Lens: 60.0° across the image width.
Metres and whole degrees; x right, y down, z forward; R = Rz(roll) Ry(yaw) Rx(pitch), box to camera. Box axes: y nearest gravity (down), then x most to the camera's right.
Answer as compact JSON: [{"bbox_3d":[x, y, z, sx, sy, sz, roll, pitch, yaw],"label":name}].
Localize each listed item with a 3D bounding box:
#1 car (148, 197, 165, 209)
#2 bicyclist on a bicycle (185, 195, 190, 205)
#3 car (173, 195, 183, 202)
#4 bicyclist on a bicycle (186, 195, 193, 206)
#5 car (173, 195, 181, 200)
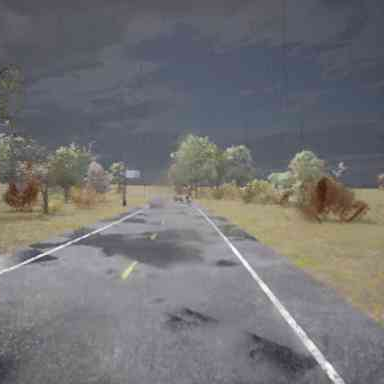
[{"bbox_3d":[-4.645,1.492,44.130,1.837,1.490,4.892,0,0,-2],"label":"car"},{"bbox_3d":[-0.762,1.343,56.997,0.659,1.776,1.843,0,0,-3],"label":"bicyclist on a bicycle"},{"bbox_3d":[-3.078,1.473,76.729,1.812,1.442,4.674,0,0,-5],"label":"car"},{"bbox_3d":[-0.300,1.415,48.188,0.866,1.612,1.509,0,0,-3],"label":"bicyclist on a bicycle"},{"bbox_3d":[-4.170,1.379,89.879,1.895,1.301,4.718,0,0,-5],"label":"car"}]
